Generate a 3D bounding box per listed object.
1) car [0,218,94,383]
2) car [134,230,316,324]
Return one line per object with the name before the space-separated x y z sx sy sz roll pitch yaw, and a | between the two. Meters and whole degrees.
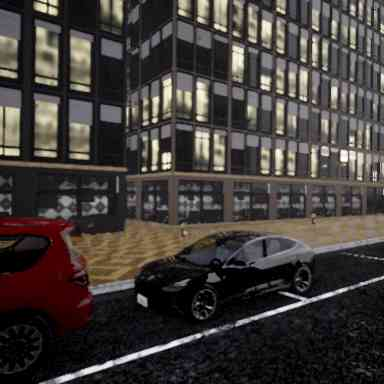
car | -3.706 1.317 3.897 5.009 1.841 2.192 0 1 -35
car | 0.898 1.552 7.186 4.313 1.339 1.947 0 1 -35
